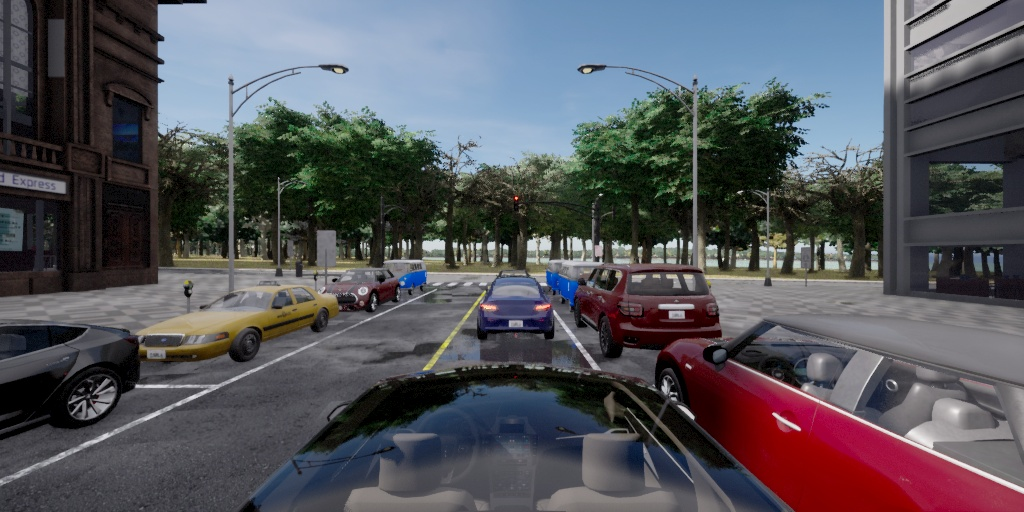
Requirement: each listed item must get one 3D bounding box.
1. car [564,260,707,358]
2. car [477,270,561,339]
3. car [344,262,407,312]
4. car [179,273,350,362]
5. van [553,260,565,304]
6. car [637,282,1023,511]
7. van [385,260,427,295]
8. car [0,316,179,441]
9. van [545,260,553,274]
[{"bbox_3d":[2.761,1.065,8.394,2.192,1.841,5.009,0,0,0],"label":"car"},{"bbox_3d":[0.097,1.276,9.931,1.812,1.442,4.674,0,0,0],"label":"car"},{"bbox_3d":[-5.765,1.190,13.829,1.967,1.591,4.097,0,0,0],"label":"car"},{"bbox_3d":[-5.764,1.275,8.222,1.751,1.417,4.829,0,0,0],"label":"car"},{"bbox_3d":[2.760,1.091,13.831,1.690,1.789,3.998,0,0,0],"label":"van"},{"bbox_3d":[2.763,1.190,2.956,1.967,1.591,4.097,0,0,0],"label":"car"},{"bbox_3d":[-5.766,1.092,19.267,1.690,1.789,3.998,0,0,0],"label":"van"},{"bbox_3d":[-5.763,1.316,2.954,1.948,1.339,4.313,0,0,0],"label":"car"},{"bbox_3d":[2.759,1.092,19.269,1.690,1.789,3.998,0,0,0],"label":"van"}]
